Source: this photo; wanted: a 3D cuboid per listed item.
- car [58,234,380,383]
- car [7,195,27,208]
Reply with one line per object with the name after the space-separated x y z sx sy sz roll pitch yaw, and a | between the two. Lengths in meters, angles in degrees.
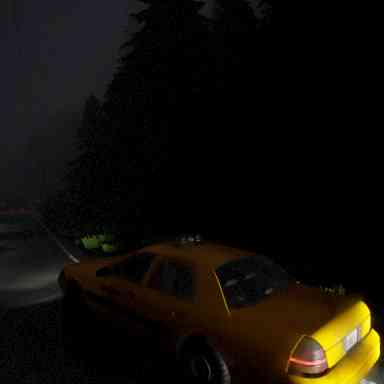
-0.247 1.417 5.097 5.366 1.575 1.801 1 1 44 | car
-21.057 1.057 40.113 2.128 1.511 4.902 -2 2 -26 | car
